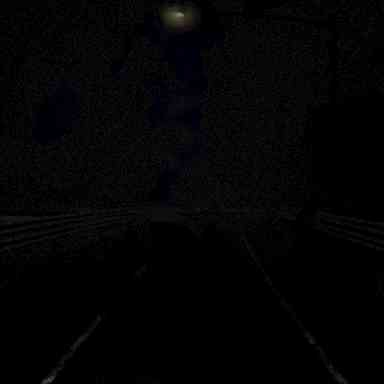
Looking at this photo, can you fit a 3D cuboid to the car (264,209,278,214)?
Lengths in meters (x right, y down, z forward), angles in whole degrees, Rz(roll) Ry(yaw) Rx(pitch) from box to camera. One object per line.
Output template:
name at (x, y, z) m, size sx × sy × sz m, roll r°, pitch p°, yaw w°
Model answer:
car at (18.927, 4.693, 79.448) m, size 1.895 × 1.301 × 4.718 m, roll -2°, pitch -4°, yaw 35°

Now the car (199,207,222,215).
car at (3.346, 3.603, 62.983) m, size 5.357 × 1.411 × 2.033 m, roll 3°, pitch -4°, yaw -41°

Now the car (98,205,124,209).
car at (-12.176, 2.818, 51.781) m, size 4.902 × 1.511 × 2.128 m, roll 2°, pitch -4°, yaw -31°
